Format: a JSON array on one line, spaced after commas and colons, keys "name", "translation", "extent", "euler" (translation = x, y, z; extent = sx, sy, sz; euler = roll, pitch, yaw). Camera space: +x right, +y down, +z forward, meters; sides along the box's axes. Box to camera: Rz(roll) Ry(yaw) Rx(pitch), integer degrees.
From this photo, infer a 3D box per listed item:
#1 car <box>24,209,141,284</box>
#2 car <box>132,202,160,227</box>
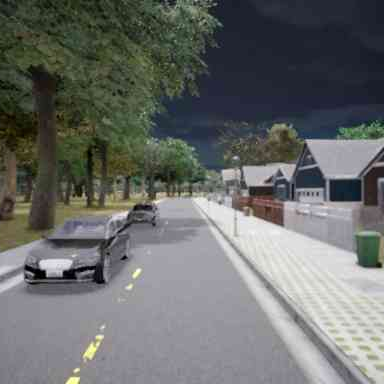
[{"name": "car", "translation": [-2.980, 1.473, 9.577], "extent": [2.128, 1.511, 4.902], "euler": [0, 0, -1]}, {"name": "car", "translation": [-3.196, 1.459, 22.549], "extent": [1.837, 1.490, 4.892], "euler": [0, 0, -1]}]
